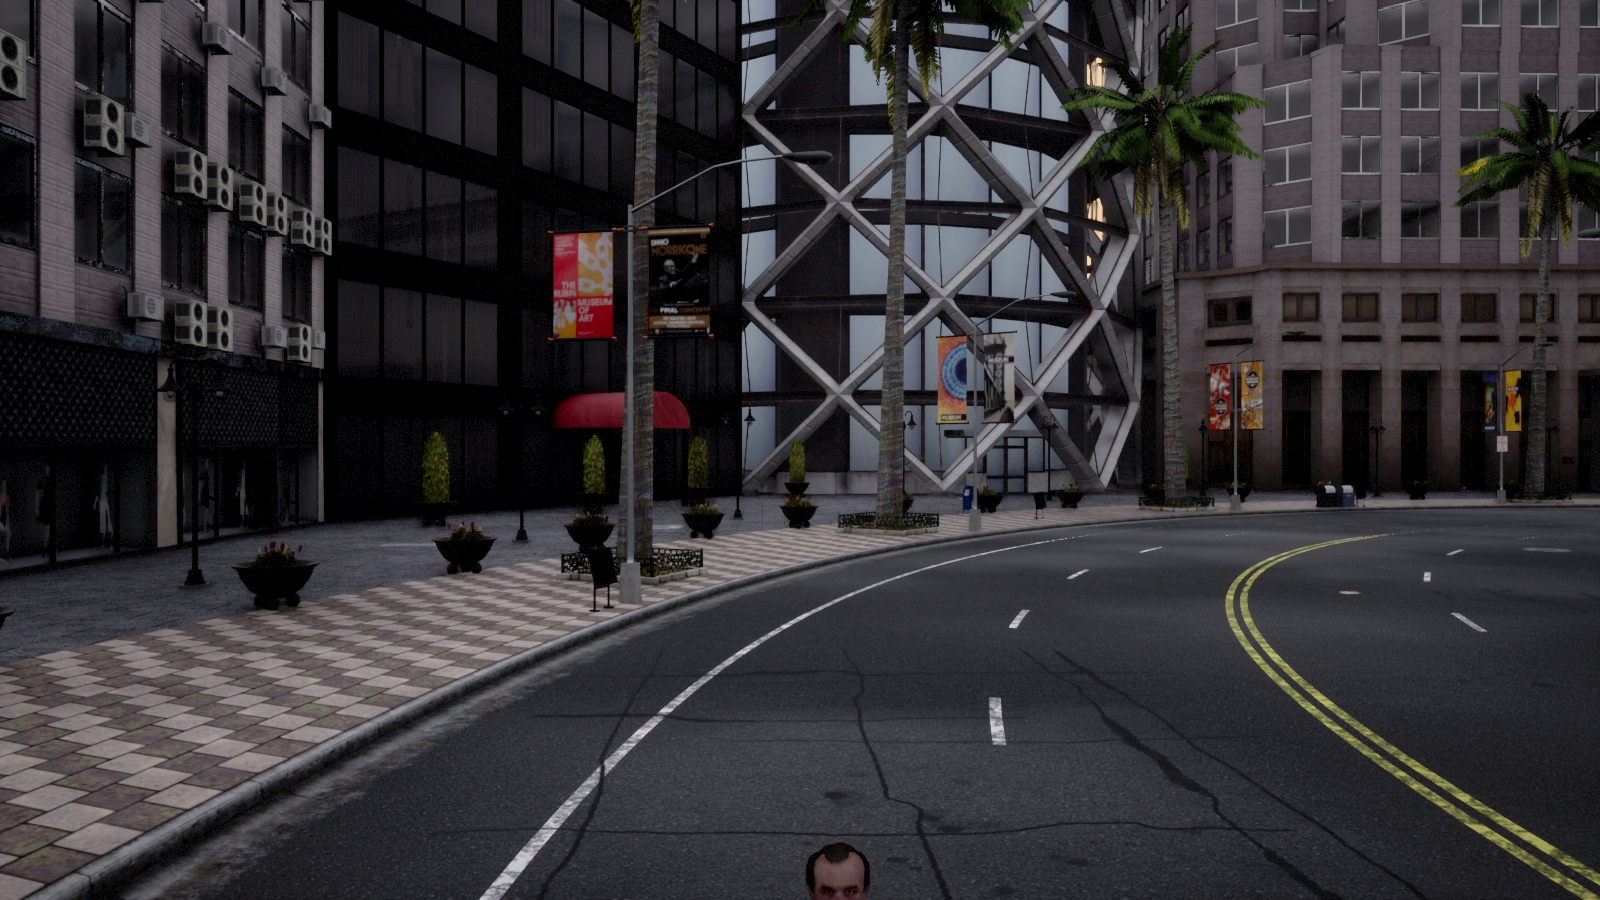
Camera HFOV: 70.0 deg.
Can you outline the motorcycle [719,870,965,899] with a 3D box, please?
[{"bbox_3d":[0.124,2.182,3.338,0.856,1.236,1.805,0,0,2],"label":"motorcycle"}]
